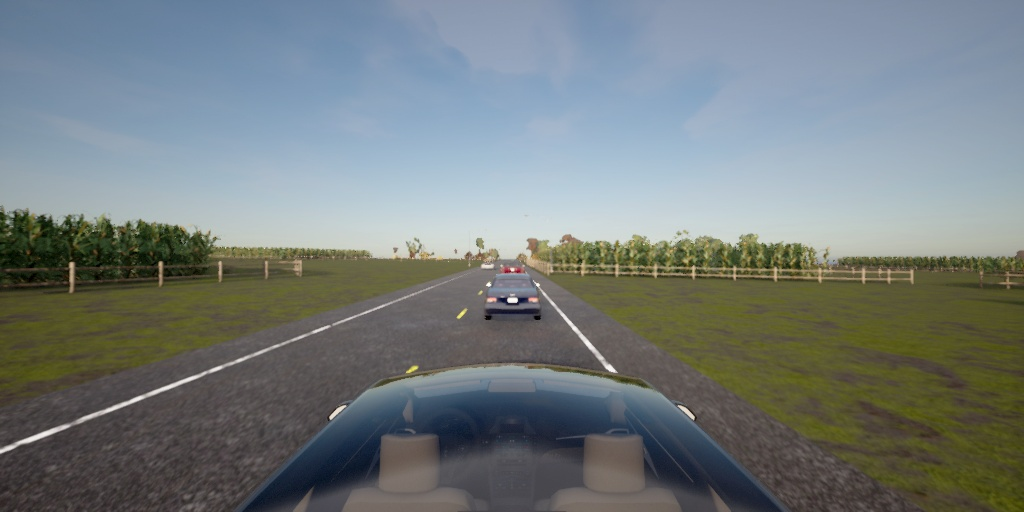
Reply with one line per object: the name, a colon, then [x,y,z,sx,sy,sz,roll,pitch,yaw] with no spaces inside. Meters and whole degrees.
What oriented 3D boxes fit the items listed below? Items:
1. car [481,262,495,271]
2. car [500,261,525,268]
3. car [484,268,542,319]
car: [-3.595,1.495,54.248,1.895,1.301,4.718,0,0,0]
car: [0.059,1.184,31.378,2.097,1.767,4.553,0,0,0]
car: [0.040,1.329,12.863,2.033,1.411,5.357,0,0,1]
